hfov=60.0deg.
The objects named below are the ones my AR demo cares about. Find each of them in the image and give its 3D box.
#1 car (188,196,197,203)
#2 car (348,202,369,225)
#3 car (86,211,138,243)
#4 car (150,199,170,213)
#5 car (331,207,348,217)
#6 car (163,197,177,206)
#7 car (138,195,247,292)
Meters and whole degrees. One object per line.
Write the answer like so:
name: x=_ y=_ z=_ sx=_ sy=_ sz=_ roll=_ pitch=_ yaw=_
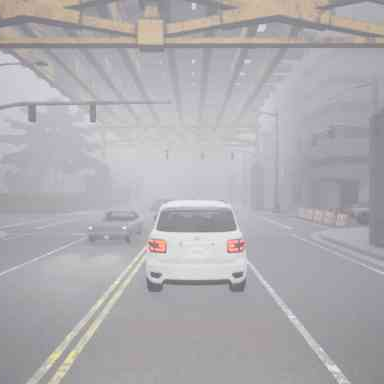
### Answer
car: x=0.147 y=1.526 z=68.196 sx=1.812 sy=1.442 sz=4.674 roll=0 pitch=0 yaw=0
car: x=13.277 y=1.453 z=22.120 sx=4.974 sy=1.542 sz=2.038 roll=0 pitch=0 yaw=-20
car: x=-3.590 y=1.601 z=16.218 sx=1.895 sy=1.301 sz=4.718 roll=0 pitch=0 yaw=0
car: x=-3.582 y=1.525 z=37.740 sx=1.812 sy=1.442 sz=4.674 roll=0 pitch=0 yaw=0
car: x=13.653 y=1.295 z=26.257 sx=4.536 sy=1.218 sz=1.853 roll=0 pitch=0 yaw=25
car: x=-3.537 y=1.563 z=54.082 sx=1.994 sy=1.385 sz=4.181 roll=0 pitch=0 yaw=0
car: x=0.085 y=1.221 z=9.075 sx=2.150 sy=2.045 sz=5.566 roll=0 pitch=0 yaw=0
